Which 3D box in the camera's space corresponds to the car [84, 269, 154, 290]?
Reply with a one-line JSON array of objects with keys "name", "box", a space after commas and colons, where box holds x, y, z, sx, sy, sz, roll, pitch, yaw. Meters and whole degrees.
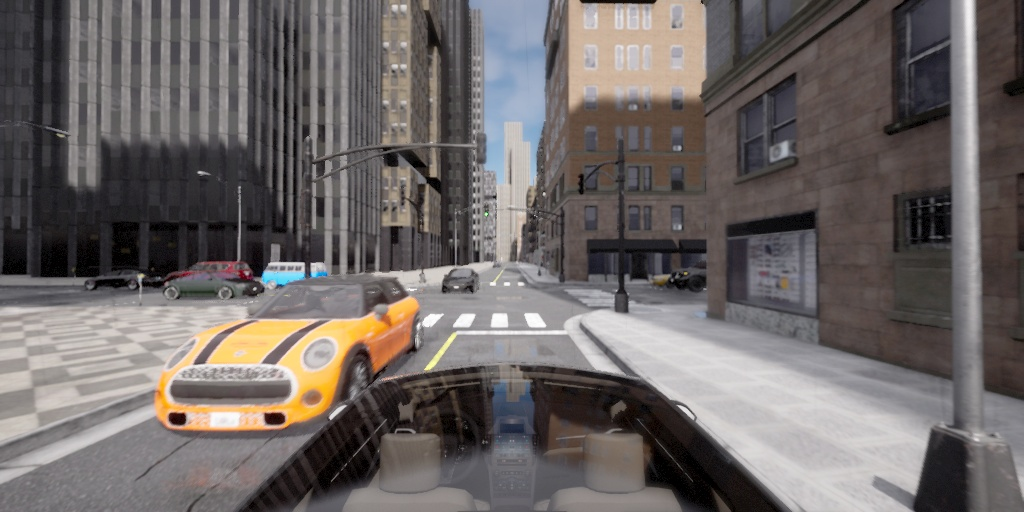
[{"name": "car", "box": [-26.048, 1.560, 24.243, 4.313, 1.339, 1.948, 0, 0, -1]}]

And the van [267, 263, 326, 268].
[{"name": "van", "box": [-14.768, 1.341, 24.436, 3.998, 1.789, 1.690, 0, 0, -1]}]

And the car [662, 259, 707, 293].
[{"name": "car", "box": [12.676, 1.154, 22.144, 5.566, 2.045, 2.150, 0, -1, 2]}]

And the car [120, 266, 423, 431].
[{"name": "car", "box": [-3.006, 1.139, 5.999, 2.097, 1.767, 4.553, 0, -1, 0]}]

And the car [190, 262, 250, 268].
[{"name": "car", "box": [-20.408, 1.313, 24.339, 5.009, 1.841, 2.192, 0, 0, -1]}]

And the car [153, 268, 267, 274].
[{"name": "car", "box": [-15.264, 1.505, 18.477, 4.181, 1.385, 1.994, 0, -1, -1]}]

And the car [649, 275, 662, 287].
[{"name": "car", "box": [12.076, 1.484, 24.897, 4.829, 1.417, 1.751, 0, 0, -1]}]

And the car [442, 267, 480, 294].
[{"name": "car", "box": [-3.036, 1.453, 22.054, 1.882, 1.535, 5.008, 0, -1, 0]}]
